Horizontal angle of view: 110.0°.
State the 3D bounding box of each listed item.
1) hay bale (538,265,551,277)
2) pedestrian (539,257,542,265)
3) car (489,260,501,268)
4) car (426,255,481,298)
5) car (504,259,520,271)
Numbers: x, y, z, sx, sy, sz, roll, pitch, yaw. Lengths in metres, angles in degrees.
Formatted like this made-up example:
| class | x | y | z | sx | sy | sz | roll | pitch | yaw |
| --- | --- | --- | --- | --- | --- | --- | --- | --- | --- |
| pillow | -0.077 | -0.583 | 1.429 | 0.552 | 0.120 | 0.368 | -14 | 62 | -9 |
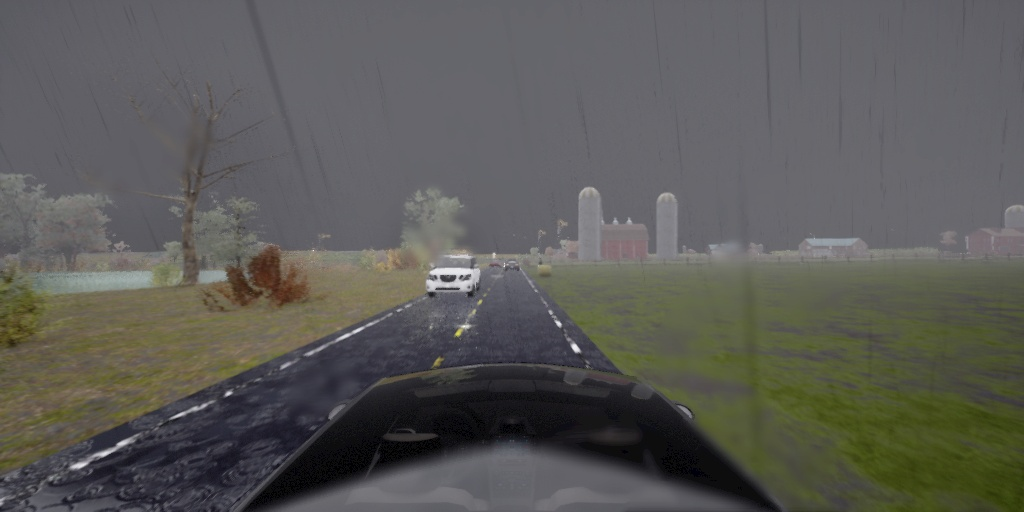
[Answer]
| class | x | y | z | sx | sy | sz | roll | pitch | yaw |
| --- | --- | --- | --- | --- | --- | --- | --- | --- | --- |
| hay bale | 3.124 | 1.395 | 34.744 | 1.220 | 1.180 | 1.240 | 0 | 0 | 0 |
| pedestrian | 2.824 | 1.019 | 35.830 | 0.375 | 1.860 | 0.375 | -1 | 1 | -3 |
| car | -2.788 | 1.351 | 60.211 | 1.895 | 1.301 | 4.718 | 0 | 0 | 1 |
| car | -2.849 | 0.962 | 18.635 | 2.150 | 2.045 | 5.566 | 0 | 0 | 0 |
| car | 0.045 | 1.269 | 48.451 | 1.812 | 1.442 | 4.674 | 0 | -1 | 1 |
